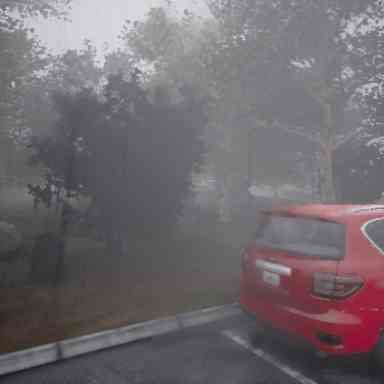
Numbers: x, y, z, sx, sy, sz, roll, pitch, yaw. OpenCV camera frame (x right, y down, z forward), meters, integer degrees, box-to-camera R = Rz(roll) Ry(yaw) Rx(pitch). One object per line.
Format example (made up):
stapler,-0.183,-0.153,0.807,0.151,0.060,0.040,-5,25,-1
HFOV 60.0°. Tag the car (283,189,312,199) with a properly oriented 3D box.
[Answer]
car,12.621,0.312,38.205,1.895,1.301,4.718,2,3,-19

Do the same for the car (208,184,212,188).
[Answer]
car,4.681,-1.219,61.054,2.033,1.411,5.357,2,3,-19

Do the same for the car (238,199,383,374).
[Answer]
car,3.403,1.206,5.612,5.566,2.045,2.435,0,0,-28
